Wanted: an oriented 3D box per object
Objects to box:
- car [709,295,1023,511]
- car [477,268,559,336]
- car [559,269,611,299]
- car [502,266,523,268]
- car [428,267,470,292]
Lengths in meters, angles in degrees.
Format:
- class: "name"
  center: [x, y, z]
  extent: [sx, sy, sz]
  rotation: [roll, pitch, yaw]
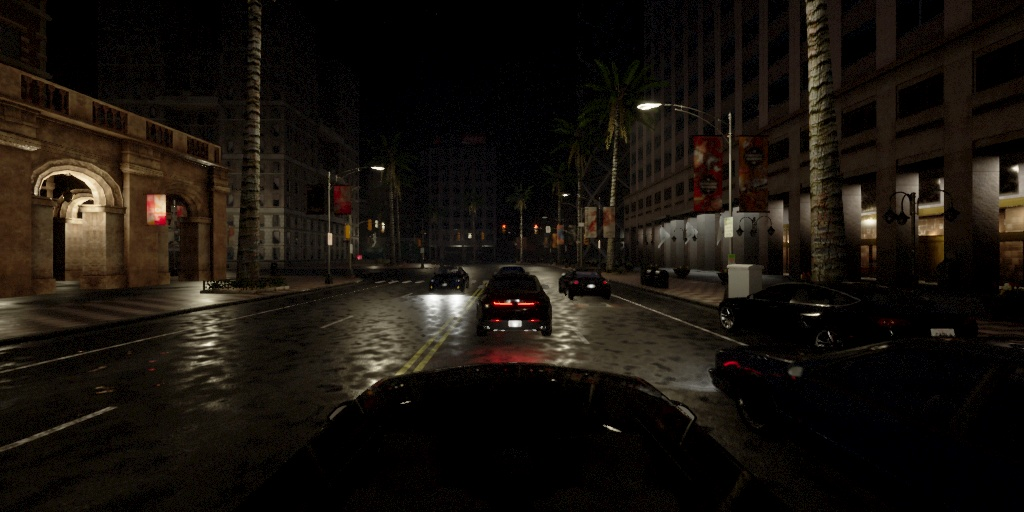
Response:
- class: "car"
  center: [3.601, 1.298, 2.364]
  extent: [2.033, 1.411, 5.357]
  rotation: [0, 0, -1]
- class: "car"
  center: [0.047, 1.254, 10.387]
  extent: [1.837, 1.490, 4.892]
  rotation: [0, 0, -1]
- class: "car"
  center: [3.511, 1.314, 17.954]
  extent: [1.994, 1.385, 4.181]
  rotation: [0, 0, 0]
- class: "car"
  center: [0.003, 1.276, 19.334]
  extent: [1.812, 1.442, 4.674]
  rotation: [0, 0, -2]
- class: "car"
  center: [-3.609, 1.352, 21.172]
  extent: [1.994, 1.385, 4.181]
  rotation: [0, 0, 0]
